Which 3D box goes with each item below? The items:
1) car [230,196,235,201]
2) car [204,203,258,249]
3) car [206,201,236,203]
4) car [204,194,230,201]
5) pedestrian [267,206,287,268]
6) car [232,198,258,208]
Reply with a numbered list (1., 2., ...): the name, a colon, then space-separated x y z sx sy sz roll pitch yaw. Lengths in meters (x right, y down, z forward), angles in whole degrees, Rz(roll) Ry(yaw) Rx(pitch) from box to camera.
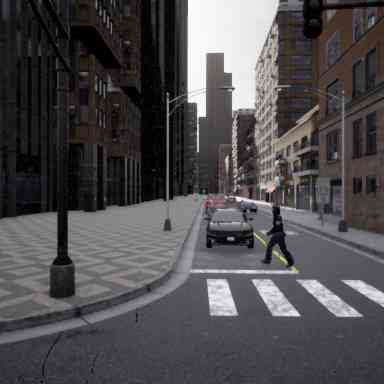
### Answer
1. car: 6.780 1.393 58.528 2.128 1.511 4.902 0 0 3
2. car: 1.599 1.466 14.859 1.882 1.535 5.008 0 0 4
3. car: 2.052 1.582 24.759 1.895 1.301 4.718 0 0 3
4. car: 2.538 1.192 35.260 2.150 2.045 5.566 0 0 3
5. pedestrian: 2.506 1.288 9.819 0.375 1.860 0.375 0 0 3
6. car: 5.743 1.577 35.550 1.895 1.301 4.718 0 0 3
